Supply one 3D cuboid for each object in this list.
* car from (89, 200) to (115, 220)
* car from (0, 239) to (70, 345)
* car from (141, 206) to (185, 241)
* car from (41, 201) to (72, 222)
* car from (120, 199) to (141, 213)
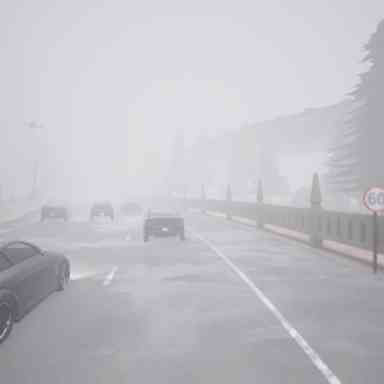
[{"bbox_3d":[-7.678,1.487,28.343,1.837,1.490,4.892,0,0,-16],"label":"car"},{"bbox_3d":[-3.805,1.570,6.252,1.994,1.385,4.181,0,0,-3],"label":"car"},{"bbox_3d":[-1.498,1.452,16.705,1.882,1.535,5.008,0,0,-8],"label":"car"},{"bbox_3d":[-10.854,1.478,26.775,1.882,1.535,5.008,0,0,-15],"label":"car"},{"bbox_3d":[-6.824,1.486,37.049,1.812,1.442,4.674,0,0,-19],"label":"car"}]
